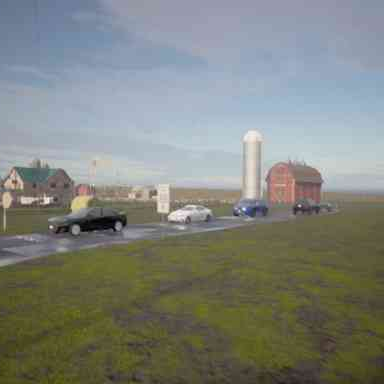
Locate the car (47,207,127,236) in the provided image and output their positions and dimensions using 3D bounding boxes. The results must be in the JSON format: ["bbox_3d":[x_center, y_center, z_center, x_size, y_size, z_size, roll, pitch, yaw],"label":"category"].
[{"bbox_3d":[-6.127,1.655,19.955,1.882,1.535,5.008,1,0,35],"label":"car"}]

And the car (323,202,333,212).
[{"bbox_3d":[20.922,2.362,52.297,1.837,1.490,4.892,1,0,28],"label":"car"}]

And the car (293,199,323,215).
[{"bbox_3d":[14.962,1.916,43.498,2.150,2.045,5.566,1,0,36],"label":"car"}]

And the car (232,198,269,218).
[{"bbox_3d":[6.662,1.716,37.238,2.150,2.045,5.566,1,0,37],"label":"car"}]

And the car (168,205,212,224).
[{"bbox_3d":[-0.046,1.852,28.213,1.812,1.442,4.674,1,0,37],"label":"car"}]
